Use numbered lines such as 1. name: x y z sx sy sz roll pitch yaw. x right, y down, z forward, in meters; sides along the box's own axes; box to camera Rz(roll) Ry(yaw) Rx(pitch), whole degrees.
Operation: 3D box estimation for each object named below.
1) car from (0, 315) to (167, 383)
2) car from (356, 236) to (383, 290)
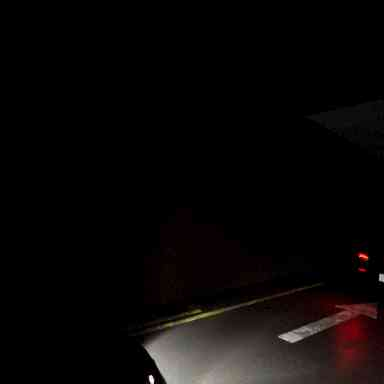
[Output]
1. car: -2.208 1.564 2.267 4.181 1.385 1.994 0 0 -35
2. car: 5.678 1.526 7.819 4.674 1.442 1.812 0 0 -35
